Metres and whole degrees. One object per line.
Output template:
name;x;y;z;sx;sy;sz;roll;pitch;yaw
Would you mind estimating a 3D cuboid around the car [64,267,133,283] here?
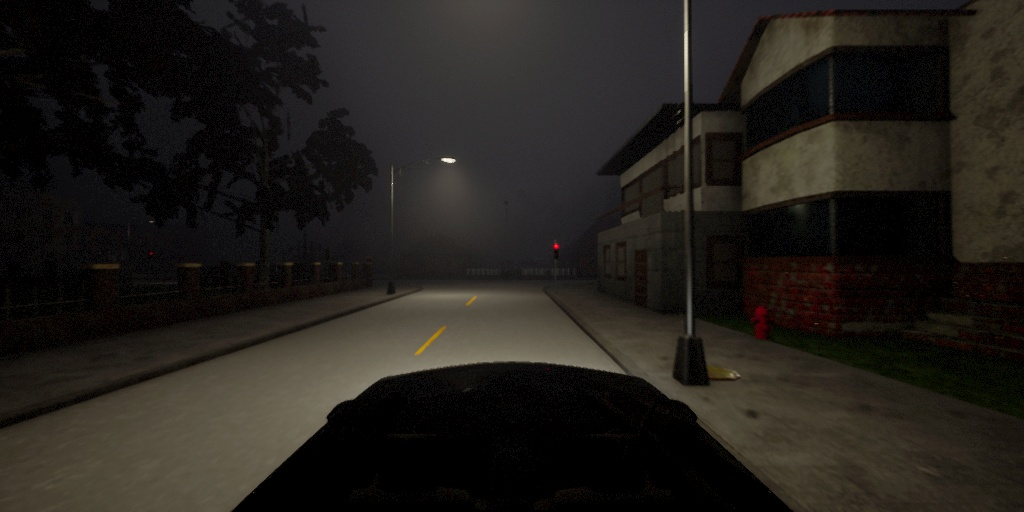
car;-36.770;1.662;31.911;4.902;1.511;2.128;0;-1;1
